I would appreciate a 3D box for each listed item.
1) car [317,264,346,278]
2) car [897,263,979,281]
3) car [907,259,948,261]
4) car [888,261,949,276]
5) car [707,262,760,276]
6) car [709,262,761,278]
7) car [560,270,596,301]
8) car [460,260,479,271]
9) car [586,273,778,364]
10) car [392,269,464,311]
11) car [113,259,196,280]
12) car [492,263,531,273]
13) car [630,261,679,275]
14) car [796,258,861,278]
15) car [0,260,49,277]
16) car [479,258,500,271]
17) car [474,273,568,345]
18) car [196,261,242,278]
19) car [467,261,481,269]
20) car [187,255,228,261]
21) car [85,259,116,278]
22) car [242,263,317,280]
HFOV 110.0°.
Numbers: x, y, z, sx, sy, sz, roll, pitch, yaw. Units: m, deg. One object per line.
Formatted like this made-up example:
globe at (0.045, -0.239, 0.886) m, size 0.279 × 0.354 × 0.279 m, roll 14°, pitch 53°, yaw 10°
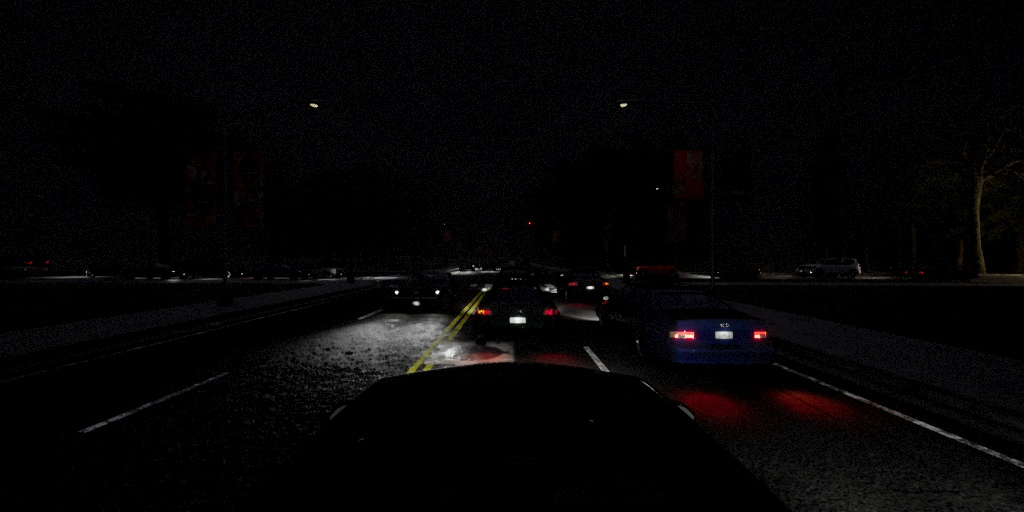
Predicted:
car at (-18.075, 1.365, 33.286) m, size 4.718 × 1.301 × 1.895 m, roll 0°, pitch 0°, yaw -1°
car at (40.227, 1.599, 33.707) m, size 5.357 × 1.411 × 2.033 m, roll 0°, pitch 0°, yaw 0°
car at (45.927, 1.327, 40.394) m, size 5.566 × 2.045 × 2.150 m, roll 0°, pitch 0°, yaw 0°
car at (42.660, 1.567, 37.146) m, size 4.902 × 1.511 × 2.128 m, roll 0°, pitch 0°, yaw 0°
car at (24.806, 1.475, 40.287) m, size 4.892 × 1.490 × 1.837 m, roll 0°, pitch 0°, yaw -1°
car at (23.235, 1.521, 37.040) m, size 4.181 × 1.385 × 1.994 m, roll 0°, pitch 0°, yaw -2°
car at (3.358, 1.339, 17.438) m, size 1.994 × 1.385 × 4.181 m, roll 0°, pitch 0°, yaw 0°
car at (-6.572, 1.407, 53.110) m, size 2.128 × 1.511 × 4.902 m, roll 0°, pitch 0°, yaw 0°
car at (3.354, 1.303, 8.195) m, size 2.033 × 1.411 × 5.357 m, roll 0°, pitch 0°, yaw 0°
car at (-3.346, 1.368, 14.806) m, size 1.895 × 1.301 × 4.718 m, roll 0°, pitch 0°, yaw 0°
car at (-29.711, 1.243, 29.927) m, size 4.674 × 1.442 × 1.812 m, roll 0°, pitch 0°, yaw -1°
car at (0.099, 1.283, 18.449) m, size 1.837 × 1.490 × 4.892 m, roll 0°, pitch 0°, yaw 0°
car at (14.601, 1.265, 36.946) m, size 4.553 × 1.767 × 2.097 m, roll 0°, pitch 0°, yaw -1°
car at (32.677, 1.230, 37.096) m, size 5.566 × 2.045 × 2.150 m, roll 0°, pitch 0°, yaw 0°
car at (-46.028, 1.277, 33.056) m, size 4.718 × 1.301 × 1.895 m, roll 0°, pitch 0°, yaw 0°
car at (-3.323, 1.463, 53.122) m, size 2.033 × 1.411 × 5.357 m, roll 0°, pitch 0°, yaw 0°
car at (0.107, 1.320, 9.544) m, size 1.994 × 1.385 × 4.181 m, roll 0°, pitch 0°, yaw 0°
car at (-27.216, 1.332, 33.201) m, size 4.718 × 1.301 × 1.895 m, roll 0°, pitch 0°, yaw -1°
car at (-6.548, 1.535, 62.066) m, size 1.994 × 1.385 × 4.181 m, roll 0°, pitch 0°, yaw 0°
car at (-34.632, 0.939, 39.824) m, size 5.566 × 2.045 × 2.150 m, roll 0°, pitch 0°, yaw 0°
car at (-36.177, 1.054, 33.123) m, size 4.553 × 1.767 × 2.097 m, roll 0°, pitch 0°, yaw 0°
car at (-19.388, 1.280, 30.033) m, size 4.674 × 1.442 × 1.812 m, roll 0°, pitch 0°, yaw -2°
